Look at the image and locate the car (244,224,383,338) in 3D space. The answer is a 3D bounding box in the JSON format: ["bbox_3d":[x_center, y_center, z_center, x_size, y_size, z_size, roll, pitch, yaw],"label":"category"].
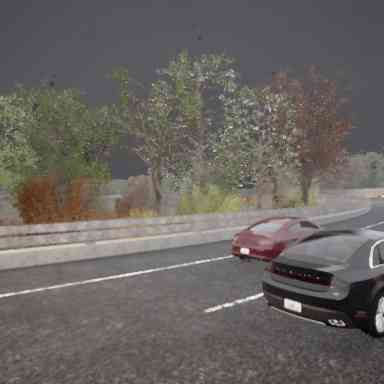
[{"bbox_3d":[3.434,1.507,6.696,4.892,1.490,1.837,0,0,-39],"label":"car"}]

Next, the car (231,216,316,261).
[{"bbox_3d":[3.291,1.537,11.110,4.674,1.442,1.812,0,0,-40],"label":"car"}]
